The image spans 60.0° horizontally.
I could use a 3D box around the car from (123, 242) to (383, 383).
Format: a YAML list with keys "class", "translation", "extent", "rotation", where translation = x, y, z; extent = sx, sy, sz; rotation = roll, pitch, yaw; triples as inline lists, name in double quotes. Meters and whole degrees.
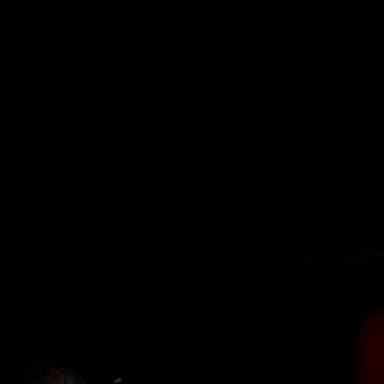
- class: "car"
  translation: [1.608, 1.475, 4.213]
  extent: [5.008, 1.535, 1.882]
  rotation: [0, 0, -35]
